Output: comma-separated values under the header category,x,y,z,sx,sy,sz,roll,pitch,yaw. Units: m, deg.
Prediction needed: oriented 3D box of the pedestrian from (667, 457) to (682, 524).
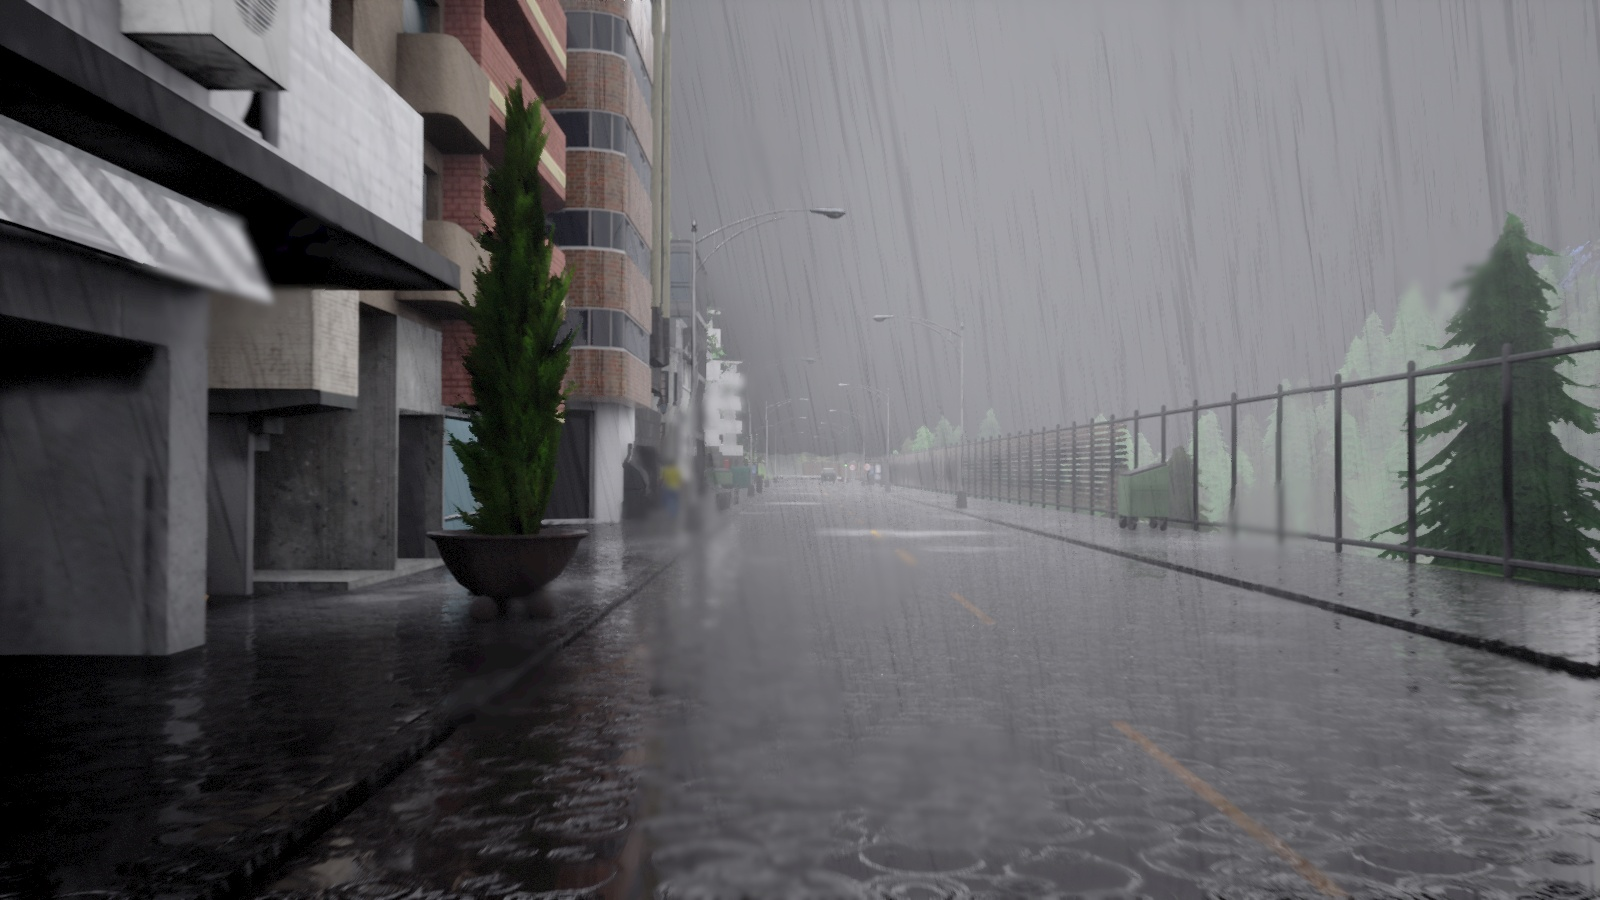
category,x,y,z,sx,sy,sz,roll,pitch,yaw
pedestrian,-3.496,1.123,34.957,0.354,1.836,0.706,0,-1,0
